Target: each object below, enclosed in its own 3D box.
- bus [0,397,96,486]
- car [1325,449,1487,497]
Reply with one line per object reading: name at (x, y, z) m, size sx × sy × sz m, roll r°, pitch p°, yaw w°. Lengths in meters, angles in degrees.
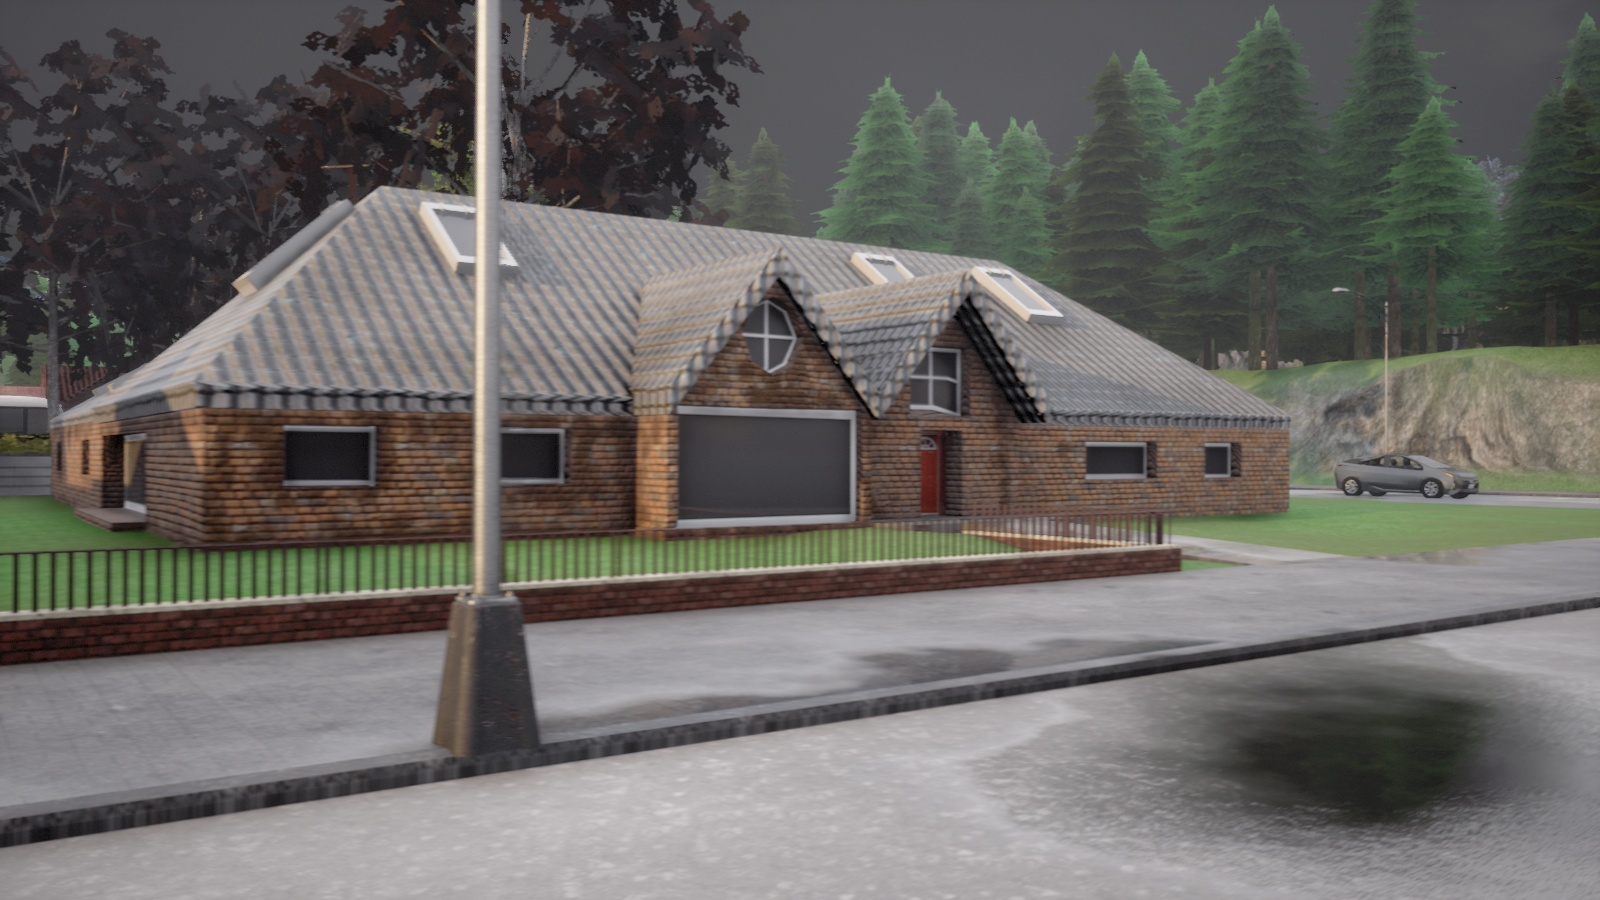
bus at (-40.501, -0.395, 61.403) m, size 10.273 × 4.253 × 3.944 m, roll 0°, pitch 0°, yaw -35°
car at (20.437, 0.753, 42.523) m, size 2.007 × 1.525 × 4.514 m, roll 0°, pitch 0°, yaw -35°
